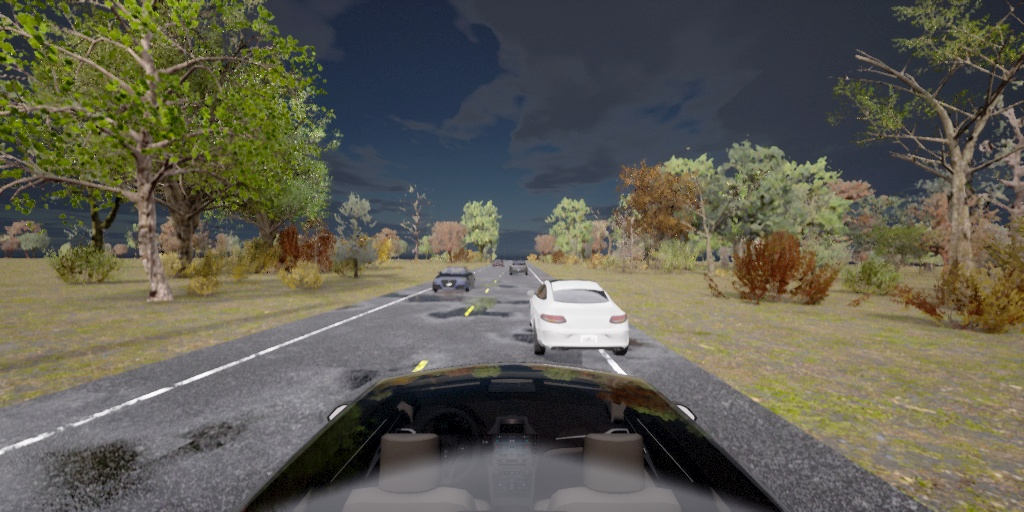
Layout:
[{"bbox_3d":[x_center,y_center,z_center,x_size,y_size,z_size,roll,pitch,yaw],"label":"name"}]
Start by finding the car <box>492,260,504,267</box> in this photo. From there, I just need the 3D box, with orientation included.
[{"bbox_3d":[-2.469,1.328,63.874,1.994,1.385,4.181,0,0,1],"label":"car"}]

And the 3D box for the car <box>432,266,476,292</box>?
[{"bbox_3d":[-3.248,1.286,20.668,1.994,1.385,4.181,0,0,1],"label":"car"}]

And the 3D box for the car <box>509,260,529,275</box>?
[{"bbox_3d":[0.723,1.220,37.995,2.128,1.511,4.902,0,0,2],"label":"car"}]

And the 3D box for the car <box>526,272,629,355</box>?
[{"bbox_3d":[1.369,1.264,8.509,1.812,1.442,4.674,0,0,1],"label":"car"}]
